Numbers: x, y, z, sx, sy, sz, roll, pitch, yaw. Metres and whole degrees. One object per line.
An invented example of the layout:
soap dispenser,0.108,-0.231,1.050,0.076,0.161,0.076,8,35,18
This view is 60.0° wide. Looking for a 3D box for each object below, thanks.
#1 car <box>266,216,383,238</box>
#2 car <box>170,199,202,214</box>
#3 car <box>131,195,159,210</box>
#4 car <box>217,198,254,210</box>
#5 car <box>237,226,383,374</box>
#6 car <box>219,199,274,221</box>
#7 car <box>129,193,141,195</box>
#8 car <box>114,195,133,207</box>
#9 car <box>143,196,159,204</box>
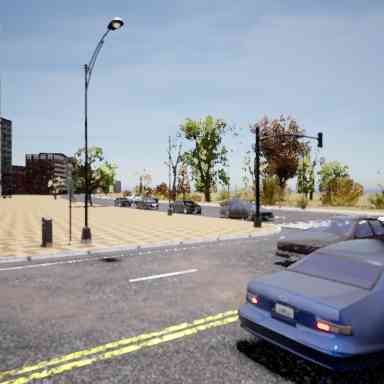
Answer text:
car,5.198,1.541,11.087,5.357,1.411,2.033,0,0,-33
car,-0.731,1.576,36.408,1.837,1.490,4.892,0,0,-32
car,-6.110,1.585,45.242,2.128,1.511,4.902,0,0,-31
car,5.805,1.585,44.733,2.033,1.411,5.357,0,0,-31
car,3.244,1.544,5.613,5.357,1.411,2.033,0,0,-34
car,4.445,1.595,27.998,2.033,1.411,5.357,0,0,-31
car,-12.018,1.322,68.810,2.150,2.045,5.566,0,0,-29
car,-11.346,1.617,54.163,1.837,1.490,4.892,0,0,-30
car,-8.586,1.653,69.328,1.994,1.385,4.181,0,0,-29
